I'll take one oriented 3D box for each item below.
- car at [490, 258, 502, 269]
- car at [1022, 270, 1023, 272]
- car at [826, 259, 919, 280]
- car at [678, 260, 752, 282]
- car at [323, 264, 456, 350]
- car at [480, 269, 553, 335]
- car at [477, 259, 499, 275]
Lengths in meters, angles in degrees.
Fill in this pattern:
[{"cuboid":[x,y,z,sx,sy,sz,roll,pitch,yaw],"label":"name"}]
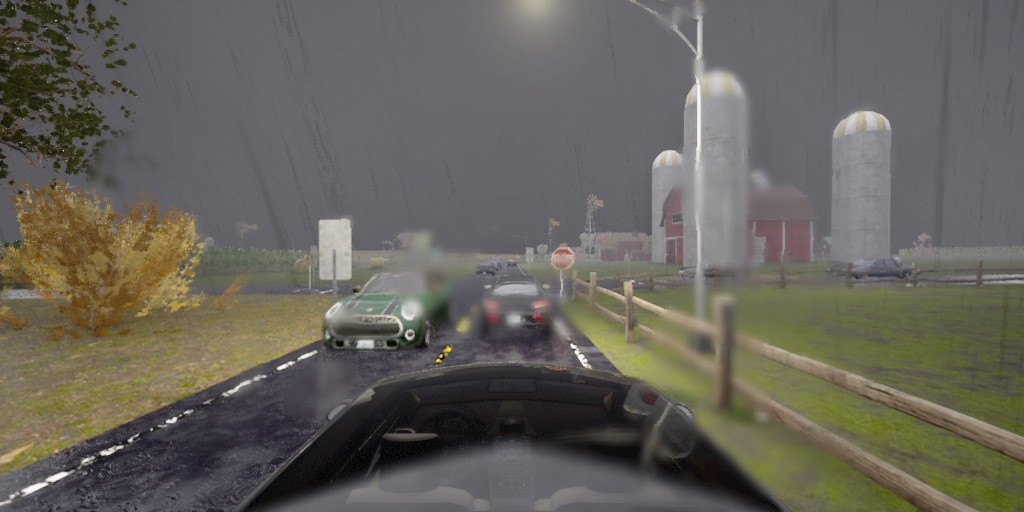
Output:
[{"cuboid":[-2.844,1.382,50.686,1.837,1.490,4.892,0,0,1],"label":"car"},{"cuboid":[40.696,0.732,25.952,5.357,1.411,2.033,-1,1,0],"label":"car"},{"cuboid":[25.990,0.936,25.873,5.357,1.411,2.033,-1,1,0],"label":"car"},{"cuboid":[14.544,1.043,25.792,4.902,1.511,2.128,-1,1,-1],"label":"car"},{"cuboid":[-2.796,1.117,9.175,2.097,1.767,4.553,0,0,1],"label":"car"},{"cuboid":[0.170,1.294,10.517,1.812,1.442,4.674,0,0,2],"label":"car"},{"cuboid":[-2.857,1.393,40.389,2.033,1.411,5.357,0,0,0],"label":"car"}]
